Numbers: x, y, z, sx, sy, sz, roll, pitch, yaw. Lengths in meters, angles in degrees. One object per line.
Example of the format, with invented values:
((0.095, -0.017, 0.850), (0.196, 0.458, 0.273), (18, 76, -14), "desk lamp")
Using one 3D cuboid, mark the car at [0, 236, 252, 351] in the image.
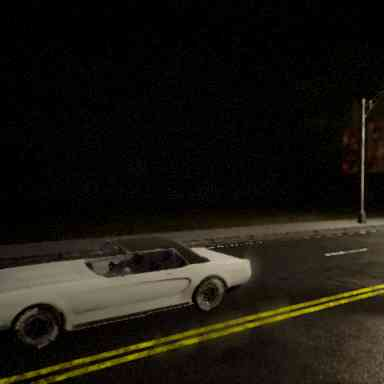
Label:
((-1.285, 1.573, 6.219), (4.718, 1.301, 1.895), (-1, 0, -29), "car")
